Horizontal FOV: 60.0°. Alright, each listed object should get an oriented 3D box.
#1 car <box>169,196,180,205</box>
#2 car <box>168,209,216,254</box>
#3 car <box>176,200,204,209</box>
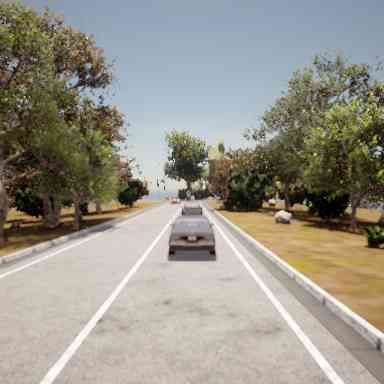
[{"bbox_3d":[-3.489,1.675,67.846,2.097,1.767,4.553,0,0,0],"label":"car"},{"bbox_3d":[0.005,1.659,13.986,2.033,1.411,5.357,0,0,0],"label":"car"},{"bbox_3d":[0.013,1.681,29.296,2.128,1.511,4.902,0,0,0],"label":"car"}]
